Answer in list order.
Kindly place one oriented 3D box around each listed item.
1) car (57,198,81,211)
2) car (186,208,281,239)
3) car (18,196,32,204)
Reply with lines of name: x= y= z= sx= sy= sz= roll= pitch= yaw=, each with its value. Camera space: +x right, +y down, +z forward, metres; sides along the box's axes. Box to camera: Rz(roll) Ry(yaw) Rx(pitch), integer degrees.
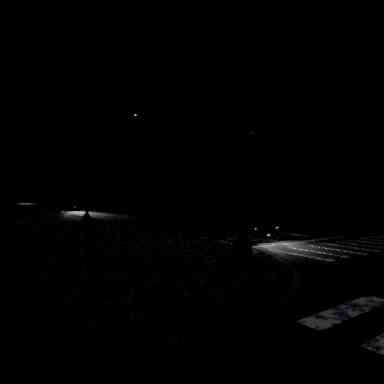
car: x=-14.835 y=1.463 z=40.023 sx=2.128 sy=1.511 sz=4.902 roll=1 pitch=0 yaw=-36
car: x=1.824 y=1.498 z=16.776 sx=2.033 sy=1.411 sz=5.357 roll=1 pitch=0 yaw=-36
car: x=-32.436 y=1.540 z=64.584 sx=1.994 sy=1.385 sz=4.181 roll=1 pitch=0 yaw=-36
